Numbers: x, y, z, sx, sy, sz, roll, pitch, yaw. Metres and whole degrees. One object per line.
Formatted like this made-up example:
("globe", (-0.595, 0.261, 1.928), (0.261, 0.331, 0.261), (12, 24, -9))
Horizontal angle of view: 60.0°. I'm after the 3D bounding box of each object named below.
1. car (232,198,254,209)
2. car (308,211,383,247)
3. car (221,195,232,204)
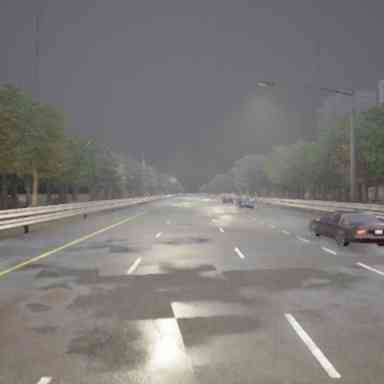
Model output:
("car", (6.988, 1.568, 44.563), (2.033, 1.411, 5.357), (0, 0, 0))
("car", (6.995, 1.552, 14.969), (2.033, 1.411, 5.357), (0, 0, 0))
("car", (7.032, 1.403, 67.451), (2.097, 1.767, 4.553), (0, 0, 0))
